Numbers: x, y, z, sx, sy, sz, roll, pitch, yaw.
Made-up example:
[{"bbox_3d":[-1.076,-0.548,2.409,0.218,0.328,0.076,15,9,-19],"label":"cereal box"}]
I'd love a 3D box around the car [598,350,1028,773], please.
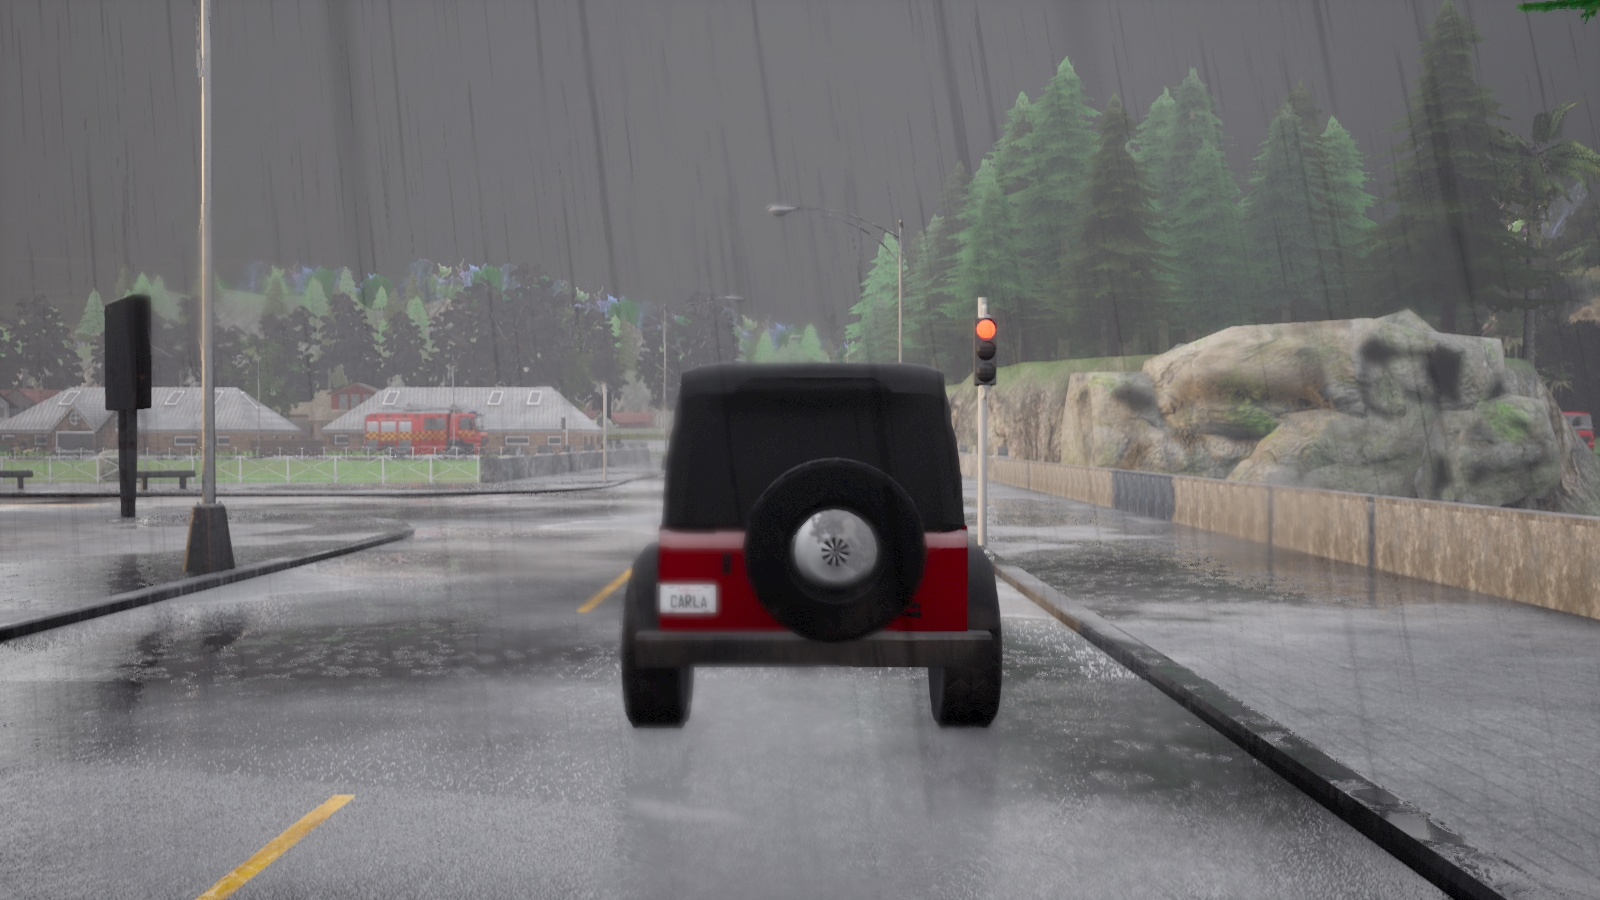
[{"bbox_3d":[0.062,0.478,7.506,1.905,1.878,3.866,0,0,0],"label":"car"}]

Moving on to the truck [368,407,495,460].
[{"bbox_3d":[-26.978,-1.222,92.094,8.468,3.827,2.891,0,0,0],"label":"truck"}]
